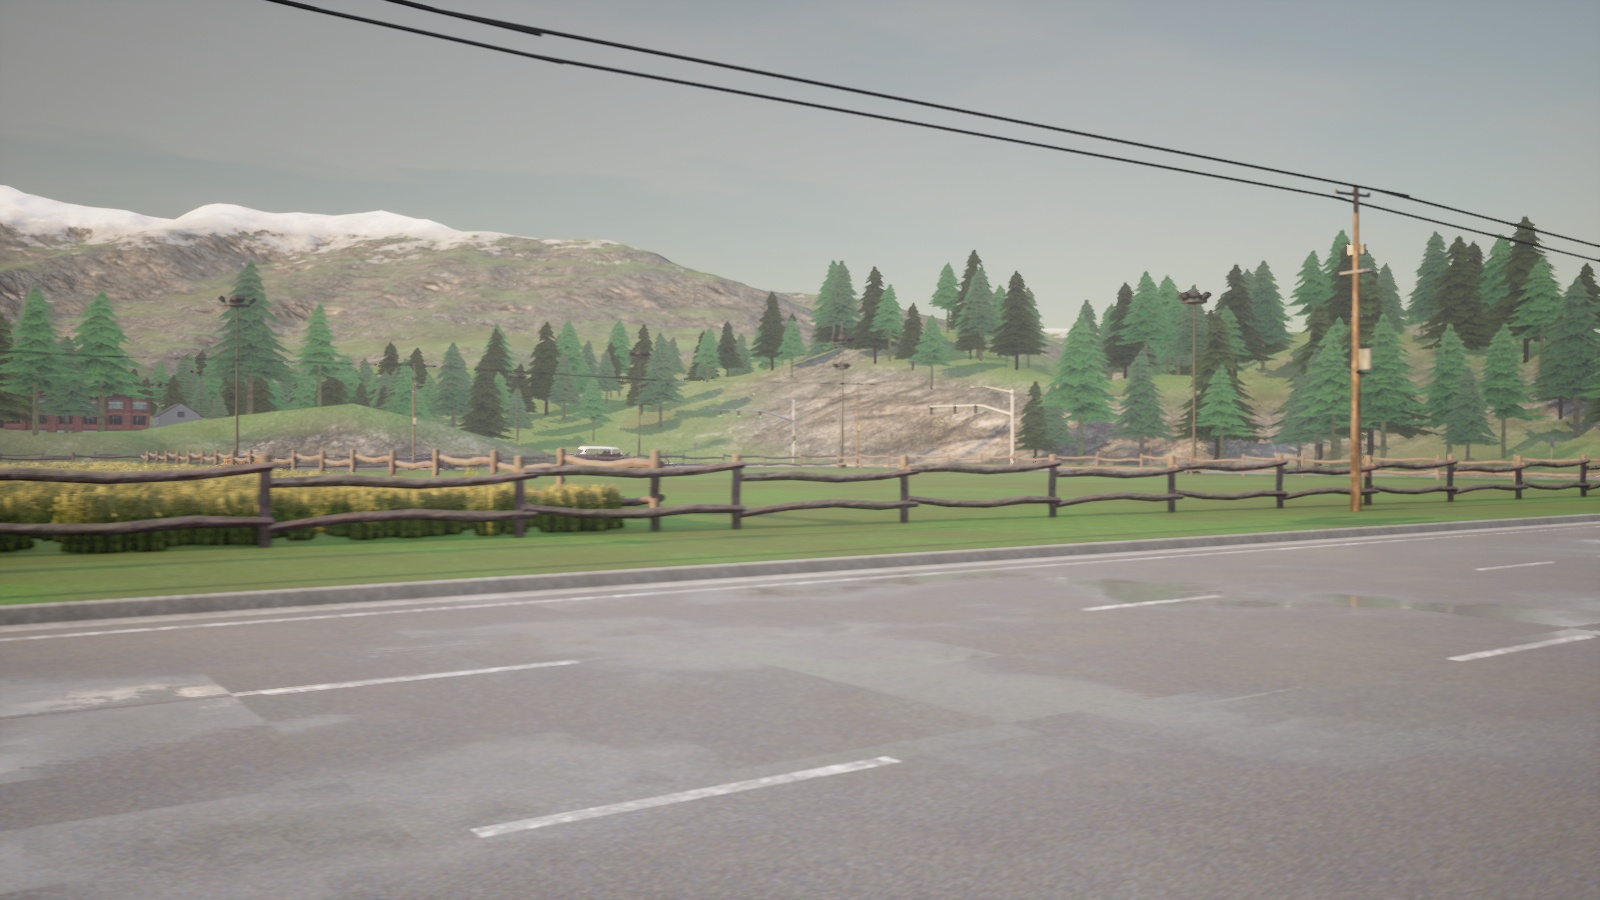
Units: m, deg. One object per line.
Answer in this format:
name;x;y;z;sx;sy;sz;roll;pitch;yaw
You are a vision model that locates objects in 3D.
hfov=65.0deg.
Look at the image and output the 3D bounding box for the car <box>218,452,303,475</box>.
car;-38.765;0.966;90.264;5.366;1.575;1.801;0;0;-35
